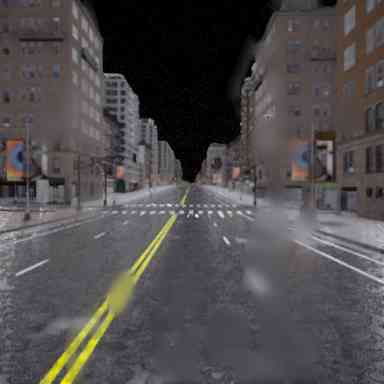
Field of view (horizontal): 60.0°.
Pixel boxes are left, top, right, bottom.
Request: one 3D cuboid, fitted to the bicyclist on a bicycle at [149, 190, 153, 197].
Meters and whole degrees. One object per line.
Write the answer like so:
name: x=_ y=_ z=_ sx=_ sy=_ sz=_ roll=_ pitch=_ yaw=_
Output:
bicyclist on a bicycle: x=-8.935 y=0.423 z=72.372 sx=0.866 sy=1.612 sz=1.509 roll=-1 pitch=2 yaw=-2
